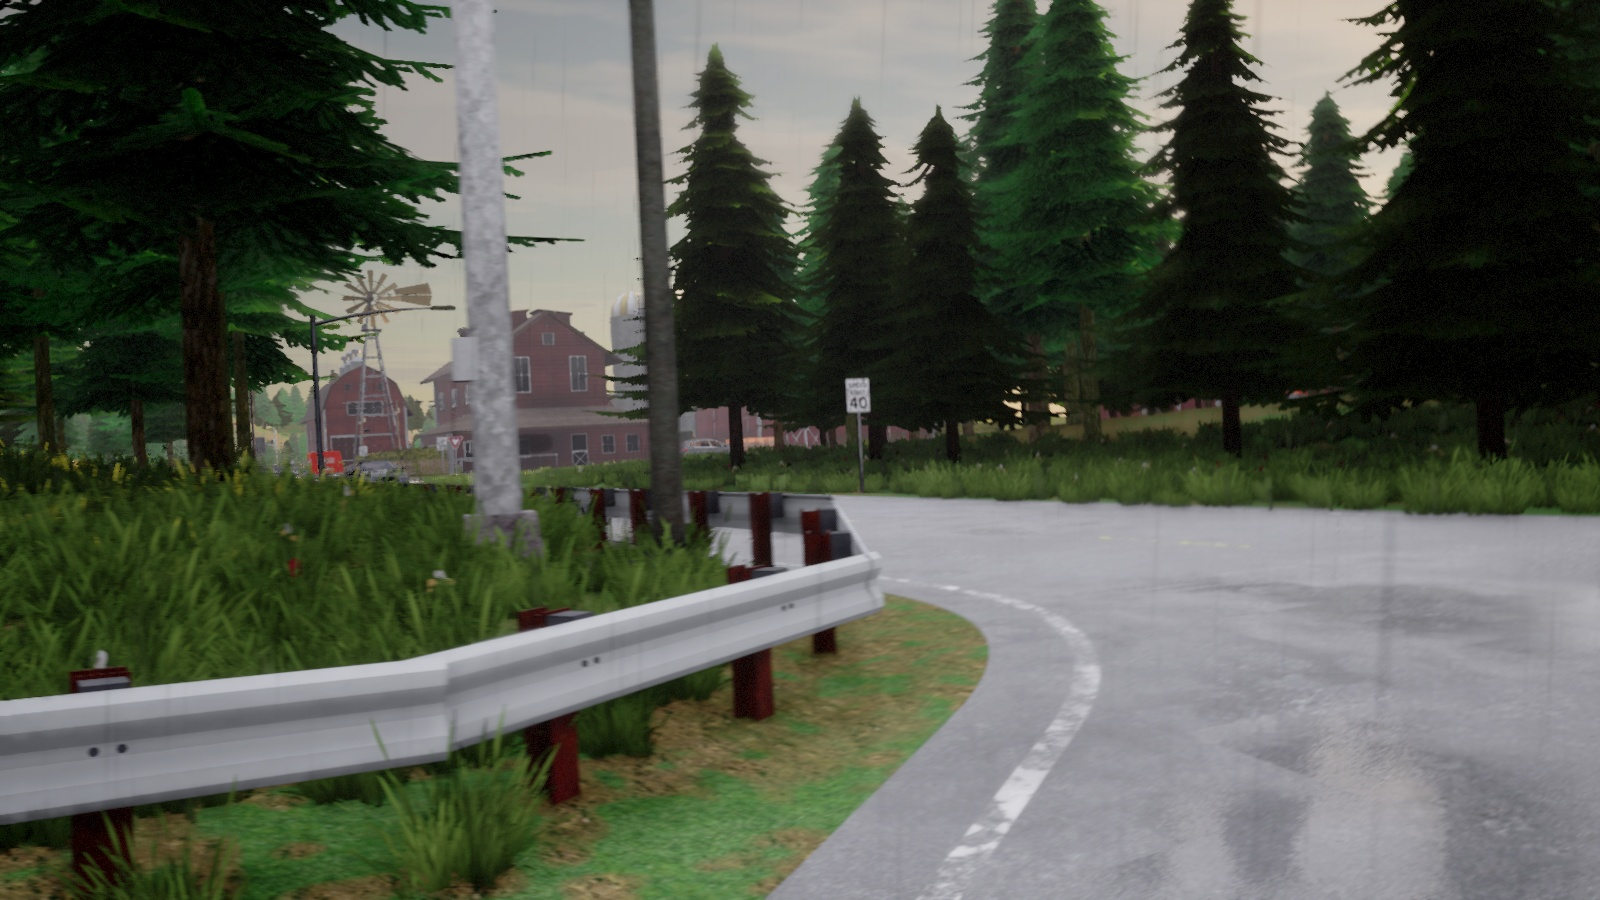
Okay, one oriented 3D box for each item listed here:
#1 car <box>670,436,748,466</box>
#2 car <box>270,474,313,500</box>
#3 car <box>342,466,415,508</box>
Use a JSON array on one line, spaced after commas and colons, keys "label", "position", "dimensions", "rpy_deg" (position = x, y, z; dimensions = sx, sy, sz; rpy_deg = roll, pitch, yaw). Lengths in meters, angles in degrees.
[{"label": "car", "position": [-6.075, 0.075, 84.036], "dimensions": [4.611, 1.667, 2.242], "rpy_deg": [-5, 0, -27]}, {"label": "car", "position": [-33.340, 2.408, 82.319], "dimensions": [2.128, 1.511, 4.902], "rpy_deg": [-5, 0, -27]}, {"label": "car", "position": [-16.207, 1.424, 48.154], "dimensions": [1.994, 1.385, 4.181], "rpy_deg": [-5, 0, -27]}]
